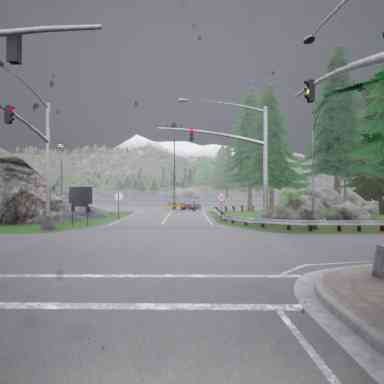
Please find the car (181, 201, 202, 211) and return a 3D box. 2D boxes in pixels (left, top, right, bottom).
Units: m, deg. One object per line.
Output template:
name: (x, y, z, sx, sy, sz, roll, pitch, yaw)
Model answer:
car: (-0.009, 1.791, 43.338, 1.895, 1.301, 4.718, 0, 0, 13)
